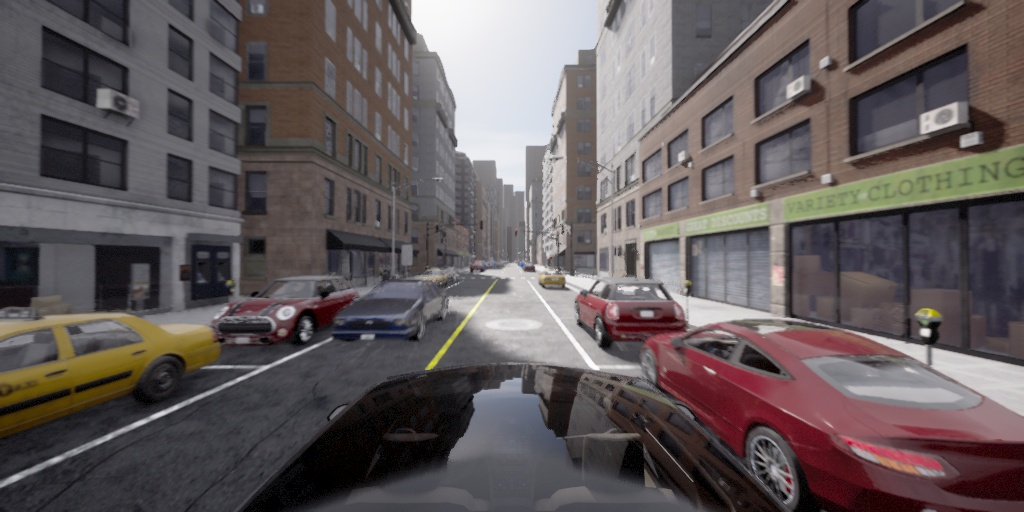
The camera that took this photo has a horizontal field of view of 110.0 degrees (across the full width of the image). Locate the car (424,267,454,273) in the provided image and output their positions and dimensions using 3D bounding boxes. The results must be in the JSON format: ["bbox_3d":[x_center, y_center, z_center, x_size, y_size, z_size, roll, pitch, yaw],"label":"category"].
[{"bbox_3d":[-5.669,1.524,25.934,1.751,1.417,4.829,0,0,0],"label":"car"}]

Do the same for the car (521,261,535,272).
[{"bbox_3d":[2.855,1.890,58.401,1.888,1.381,4.507,0,0,0],"label":"car"}]

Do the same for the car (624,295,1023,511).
[{"bbox_3d":[2.857,1.356,4.002,1.802,1.307,4.207,0,0,0],"label":"car"}]

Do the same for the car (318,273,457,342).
[{"bbox_3d":[-3.102,1.385,10.386,2.033,1.411,5.357,0,-1,0],"label":"car"}]

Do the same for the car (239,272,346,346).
[{"bbox_3d":[-5.669,1.268,9.527,1.967,1.591,4.097,0,0,0],"label":"car"}]

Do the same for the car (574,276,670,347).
[{"bbox_3d":[2.857,1.269,9.527,1.967,1.591,4.097,0,0,0],"label":"car"}]

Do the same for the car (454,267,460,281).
[{"bbox_3d":[-5.669,1.607,31.629,2.007,1.370,4.403,0,0,0],"label":"car"}]

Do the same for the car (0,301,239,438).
[{"bbox_3d":[-5.668,1.298,3.832,1.751,1.417,4.829,0,0,0],"label":"car"}]

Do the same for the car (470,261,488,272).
[{"bbox_3d":[-5.671,1.658,58.401,2.192,1.841,5.009,0,0,0],"label":"car"}]

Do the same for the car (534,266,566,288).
[{"bbox_3d":[2.856,1.526,26.273,1.751,1.417,4.829,0,0,0],"label":"car"}]
